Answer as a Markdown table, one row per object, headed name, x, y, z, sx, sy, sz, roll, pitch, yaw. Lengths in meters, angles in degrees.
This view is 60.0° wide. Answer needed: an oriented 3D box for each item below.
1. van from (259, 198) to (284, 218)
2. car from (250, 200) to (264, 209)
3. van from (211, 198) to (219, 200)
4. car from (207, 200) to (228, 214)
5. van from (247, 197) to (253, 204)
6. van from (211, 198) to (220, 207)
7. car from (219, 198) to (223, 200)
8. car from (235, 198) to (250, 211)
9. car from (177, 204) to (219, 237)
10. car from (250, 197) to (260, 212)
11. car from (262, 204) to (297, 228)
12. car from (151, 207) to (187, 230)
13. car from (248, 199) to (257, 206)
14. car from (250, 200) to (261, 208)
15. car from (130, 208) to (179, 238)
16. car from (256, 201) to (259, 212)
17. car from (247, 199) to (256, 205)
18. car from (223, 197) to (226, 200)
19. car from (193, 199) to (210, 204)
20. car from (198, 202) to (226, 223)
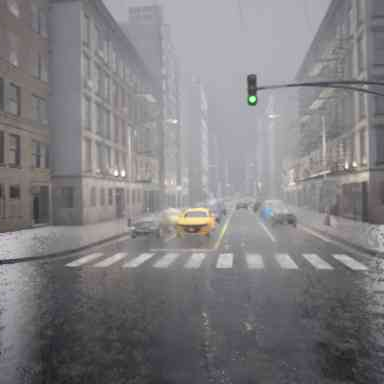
| name | x | y | z | sx | sy | sz | roll | pitch | yaw |
| --- | --- | --- | --- | --- | --- | --- | --- | --- | --- |
| van | 7.148 | 1.624 | 29.196 | 1.690 | 1.788 | 3.998 | -1 | -1 | 8 |
| car | 10.943 | 2.140 | 55.956 | 2.008 | 1.369 | 4.403 | -1 | -1 | 8 |
| van | 3.699 | 2.153 | 62.439 | 1.690 | 1.788 | 3.998 | -1 | -1 | 8 |
| car | 3.129 | 2.070 | 39.849 | 1.994 | 1.385 | 4.181 | -1 | -1 | 8 |
| van | 16.248 | 2.358 | 93.426 | 1.690 | 1.788 | 3.998 | -1 | -1 | 8 |
| van | 5.204 | 2.276 | 73.146 | 1.690 | 1.788 | 3.998 | -1 | -1 | 8 |
| car | 4.451 | 2.189 | 67.792 | 2.192 | 1.841 | 5.009 | -1 | -1 | 8 |
| car | 7.821 | 2.097 | 52.080 | 1.837 | 1.490 | 4.892 | -1 | -1 | 8 |
| car | 0.326 | 1.759 | 20.160 | 1.882 | 1.535 | 5.008 | -1 | -1 | 8 |
| car | 9.422 | 1.782 | 45.254 | 2.192 | 1.841 | 5.009 | -1 | -1 | 8 |
| car | 6.393 | 1.773 | 23.841 | 2.008 | 1.369 | 4.403 | -1 | -1 | 8 |
| car | -1.585 | 1.907 | 24.795 | 1.752 | 1.417 | 4.829 | -1 | -1 | 8 |
| car | 13.977 | 2.378 | 77.366 | 1.887 | 1.381 | 4.507 | -1 | -1 | 8 |
| car | 11.725 | 2.178 | 61.476 | 1.752 | 1.417 | 4.829 | -1 | -1 | 8 |
| car | -2.313 | 1.873 | 19.610 | 2.008 | 1.369 | 4.403 | -1 | -1 | 8 |
| car | 7.911 | 1.926 | 34.545 | 1.802 | 1.307 | 4.206 | -1 | -1 | 8 |
| car | 14.735 | 2.461 | 82.718 | 1.947 | 1.339 | 4.313 | -1 | -1 | 8 |
| car | 6.711 | 2.608 | 83.849 | 2.008 | 1.369 | 4.403 | -1 | -1 | 8 |
| car | 0.693 | 2.007 | 41.025 | 1.967 | 1.590 | 4.097 | -1 | -1 | 8 |
| car | 1.719 | 1.940 | 29.939 | 2.033 | 1.411 | 5.357 | -1 | -1 | 8 |
